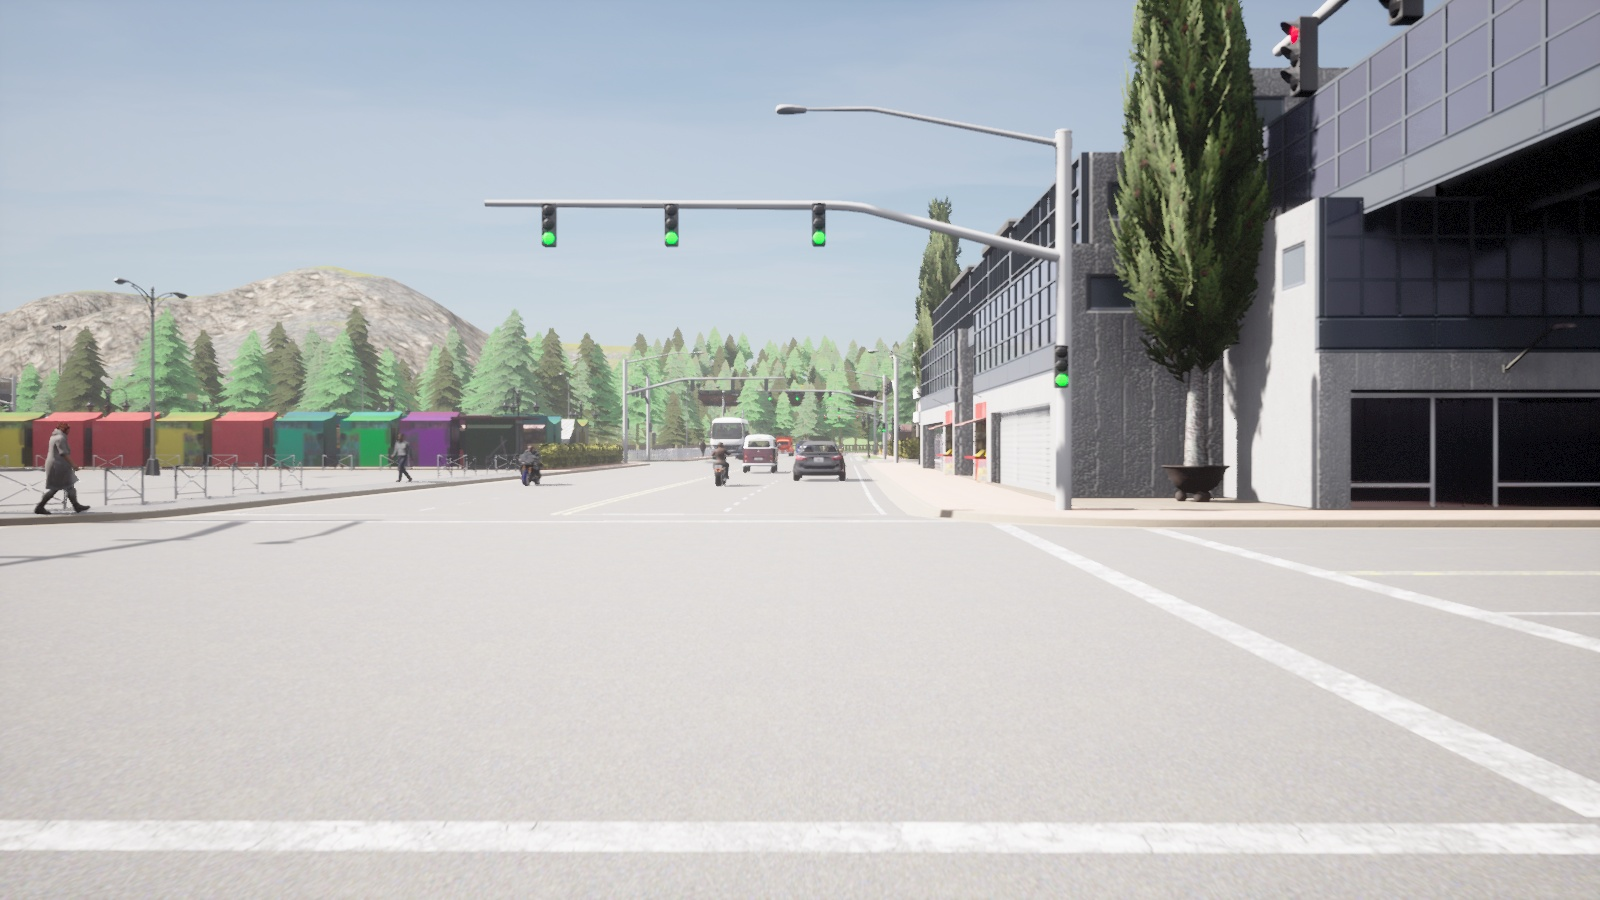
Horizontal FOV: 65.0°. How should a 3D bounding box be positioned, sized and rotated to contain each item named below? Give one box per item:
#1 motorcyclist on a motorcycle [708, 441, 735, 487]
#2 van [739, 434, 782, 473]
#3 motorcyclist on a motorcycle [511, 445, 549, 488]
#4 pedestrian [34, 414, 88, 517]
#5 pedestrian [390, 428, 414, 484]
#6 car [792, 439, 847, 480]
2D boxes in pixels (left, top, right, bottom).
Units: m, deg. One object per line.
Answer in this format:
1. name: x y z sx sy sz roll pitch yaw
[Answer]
1. motorcyclist on a motorcycle: -2.895 0.506 46.287 0.766 1.649 2.350 0 0 2
2. van: -2.110 0.190 68.244 2.069 2.038 4.480 0 0 2
3. motorcyclist on a motorcycle: -9.904 0.585 46.147 0.866 1.530 2.191 0 0 2
4. pedestrian: -14.344 0.294 24.382 0.873 1.952 0.659 0 0 -33
5. pedestrian: -14.201 0.211 44.850 0.423 1.949 0.788 0 0 22
6. car: 0.870 0.372 53.716 2.242 1.667 4.611 0 0 2
